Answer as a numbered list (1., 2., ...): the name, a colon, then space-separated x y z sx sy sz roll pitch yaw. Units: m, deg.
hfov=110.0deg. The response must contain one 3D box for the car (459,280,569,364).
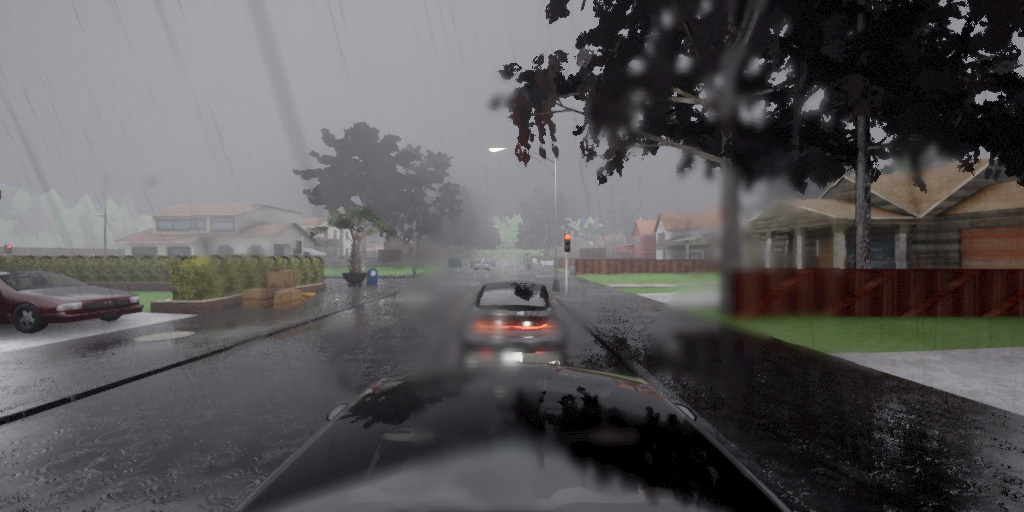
1. car: 0.043 1.254 7.686 1.837 1.490 4.892 0 0 0

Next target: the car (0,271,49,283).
1. car: -43.872 1.239 30.850 4.902 1.511 2.128 0 0 0

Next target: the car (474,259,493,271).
1. car: -4.091 1.346 48.997 1.895 1.301 4.718 0 0 0
